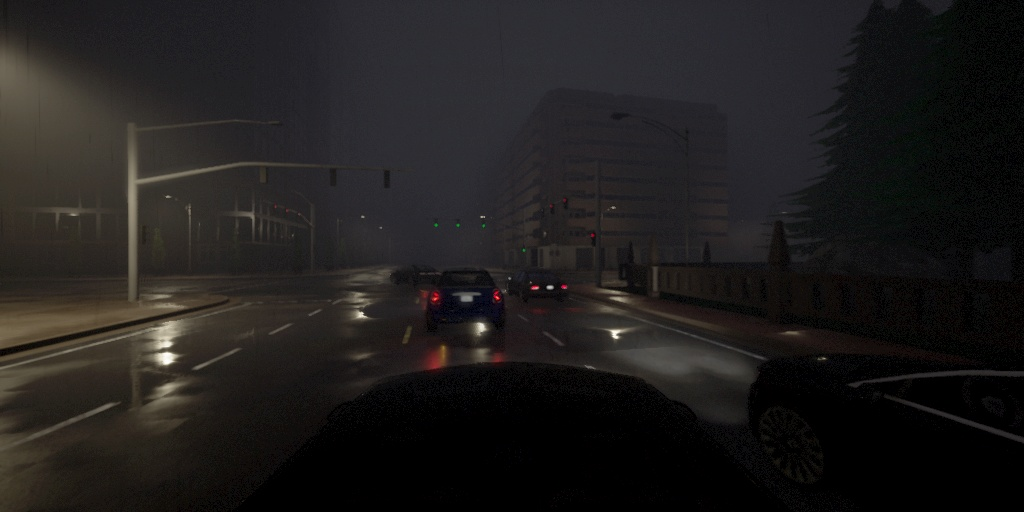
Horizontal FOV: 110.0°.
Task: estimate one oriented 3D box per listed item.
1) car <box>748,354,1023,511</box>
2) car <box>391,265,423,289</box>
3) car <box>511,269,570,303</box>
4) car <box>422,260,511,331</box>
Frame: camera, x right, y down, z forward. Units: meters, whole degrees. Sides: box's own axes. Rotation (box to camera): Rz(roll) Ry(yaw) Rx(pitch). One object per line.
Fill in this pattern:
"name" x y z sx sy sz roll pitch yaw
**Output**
"car" 3.313 1.229 1.660 2.128 1.511 4.902 0 0 0
"car" -6.659 1.332 24.554 2.128 1.511 4.902 1 -1 -40
"car" 1.020 1.319 16.849 2.033 1.411 5.357 0 0 -12
"car" -1.510 1.123 11.322 2.097 1.767 4.553 0 0 -10
